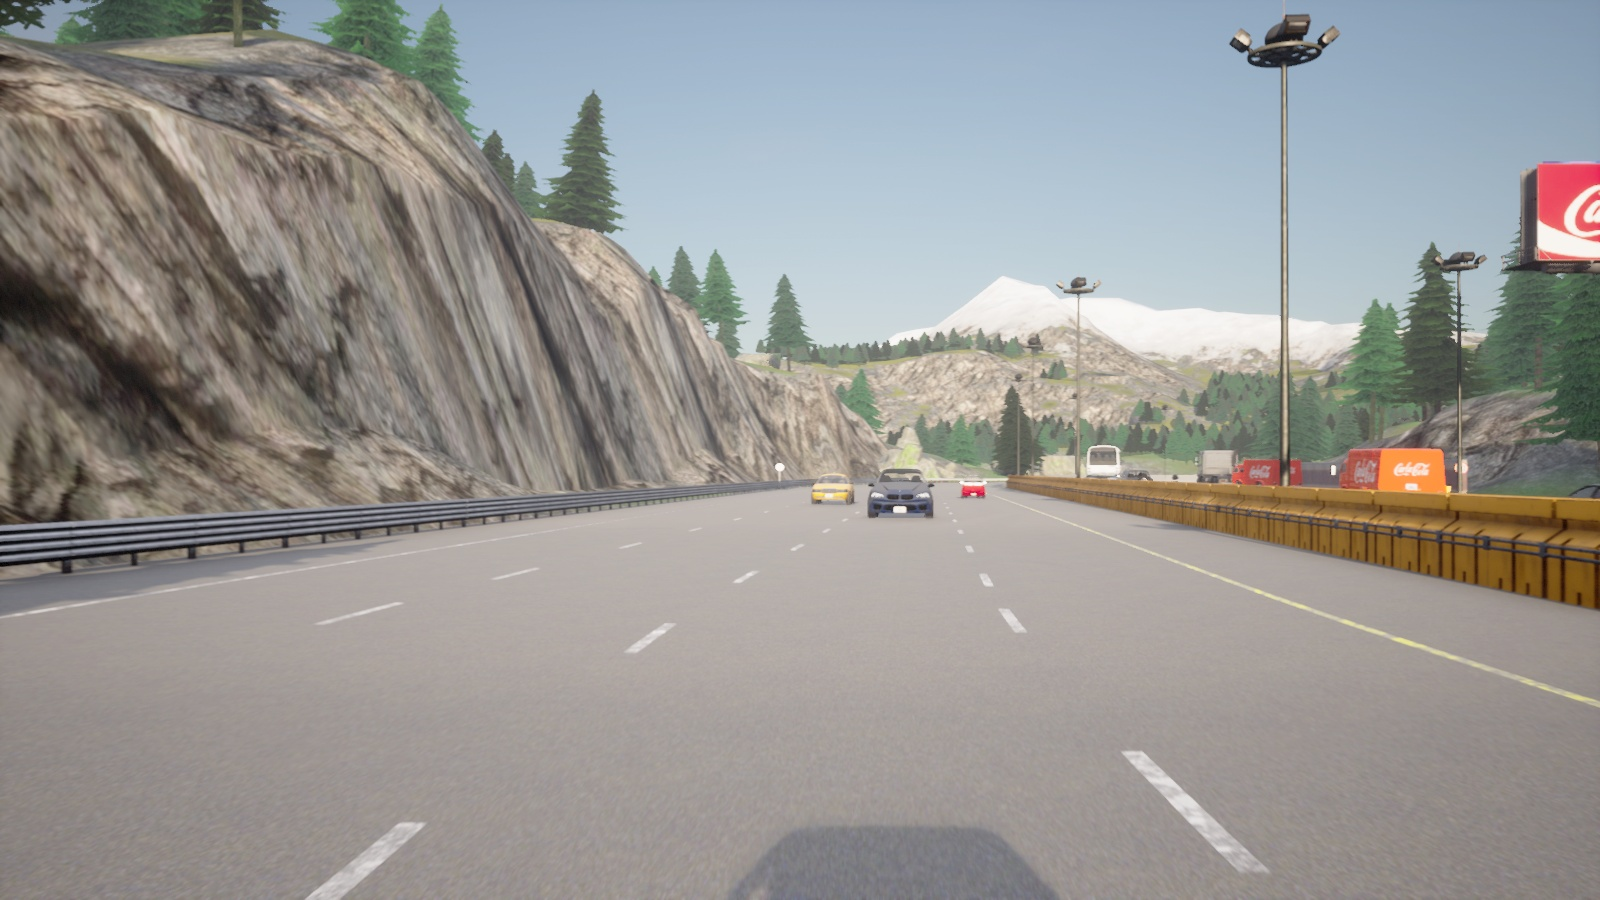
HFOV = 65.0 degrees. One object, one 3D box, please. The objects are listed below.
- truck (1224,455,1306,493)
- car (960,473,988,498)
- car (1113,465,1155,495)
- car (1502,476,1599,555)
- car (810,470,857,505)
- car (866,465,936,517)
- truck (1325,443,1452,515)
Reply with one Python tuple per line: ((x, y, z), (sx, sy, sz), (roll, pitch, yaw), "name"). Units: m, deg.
((31.142, 1.626, 84.332), (2.627, 2.467, 5.204), (0, -1, -15), "truck")
((10.051, 2.049, 72.683), (1.481, 1.376, 2.207), (0, -1, 6), "car")
((21.409, 1.904, 80.648), (1.932, 1.855, 4.605), (0, -1, 6), "car")
((15.602, 1.204, 23.767), (2.033, 1.411, 5.357), (0, -1, 6), "car")
((1.624, 1.737, 59.062), (1.801, 1.575, 5.366), (0, -1, 6), "car")
((3.494, 1.365, 42.911), (2.242, 1.667, 4.611), (0, -1, 6), "car")
((21.396, 1.024, 45.973), (2.627, 2.467, 5.204), (0, -1, 6), "truck")
